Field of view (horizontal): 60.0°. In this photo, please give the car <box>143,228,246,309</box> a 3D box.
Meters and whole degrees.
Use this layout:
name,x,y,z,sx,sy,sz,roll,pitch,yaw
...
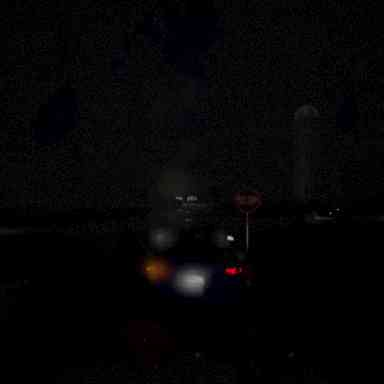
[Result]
name,x,y,z,sx,sy,sz,roll,pitch,yaw
car,0.079,1.539,7.903,1.994,1.385,4.181,0,0,1

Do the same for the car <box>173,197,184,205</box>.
name,x,y,z,sx,sy,sz,roll,pitch,yaw
car,-2.722,1.772,68.027,2.128,1.511,4.902,0,-1,0

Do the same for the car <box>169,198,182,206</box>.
name,x,y,z,sx,sy,sz,roll,pitch,yaw
car,-2.770,1.748,57.021,1.895,1.301,4.718,0,-1,1

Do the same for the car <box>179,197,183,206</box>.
name,x,y,z,sx,sy,sz,roll,pitch,yaw
car,-2.816,1.595,47.422,2.033,1.411,5.357,0,0,0

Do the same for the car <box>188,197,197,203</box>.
name,x,y,z,sx,sy,sz,roll,pitch,yaw
car,0.033,1.930,78.772,2.033,1.411,5.357,0,-1,0

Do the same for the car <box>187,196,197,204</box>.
name,x,y,z,sx,sy,sz,roll,pitch,yaw
car,0.029,1.641,68.745,2.097,1.767,4.553,0,-1,0

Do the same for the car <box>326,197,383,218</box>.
name,x,y,z,sx,sy,sz,roll,pitch,yaw
car,12.565,1.039,23.898,5.357,1.411,2.033,-2,-1,-1

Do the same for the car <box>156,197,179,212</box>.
name,x,y,z,sx,sy,sz,roll,pitch,yaw
car,-2.830,1.544,37.399,1.994,1.385,4.181,0,0,0
